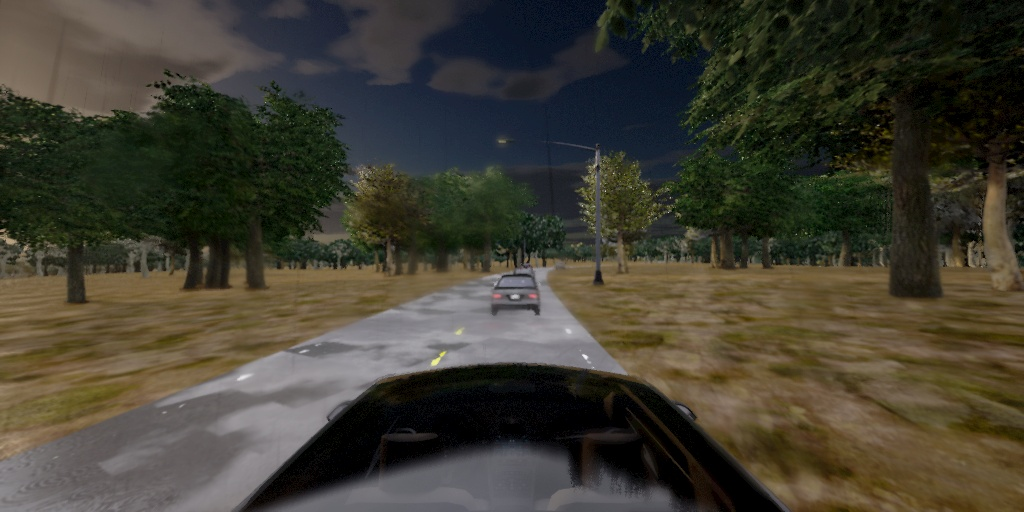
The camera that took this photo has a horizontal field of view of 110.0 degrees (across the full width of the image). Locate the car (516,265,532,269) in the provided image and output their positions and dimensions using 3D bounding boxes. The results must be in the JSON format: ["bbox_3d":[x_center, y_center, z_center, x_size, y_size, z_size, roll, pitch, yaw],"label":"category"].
[{"bbox_3d":[1.029,1.641,29.949,1.895,1.301,4.718,0,-1,5],"label":"car"}]

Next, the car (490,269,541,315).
[{"bbox_3d":[0.200,1.423,14.303,2.033,1.411,5.357,0,-1,2],"label":"car"}]
